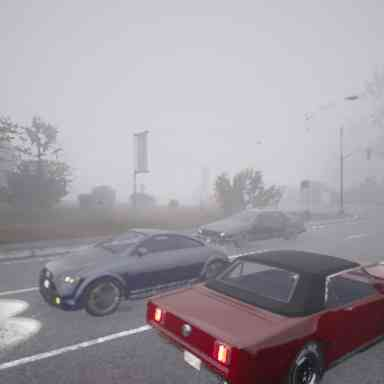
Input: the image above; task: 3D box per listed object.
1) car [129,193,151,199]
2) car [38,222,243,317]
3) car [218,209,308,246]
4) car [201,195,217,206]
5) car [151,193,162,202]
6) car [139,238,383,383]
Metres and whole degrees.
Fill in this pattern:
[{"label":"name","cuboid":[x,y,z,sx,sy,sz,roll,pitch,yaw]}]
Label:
[{"label":"car","cuboid":[-10.258,1.221,62.811,1.882,1.535,5.008,-1,0,-38]},{"label":"car","cuboid":[-1.131,1.550,7.480,4.181,1.385,1.994,0,0,-35]},{"label":"car","cuboid":[2.803,1.478,14.576,5.357,1.411,2.033,-1,0,-35]},{"label":"car","cuboid":[3.385,1.209,45.683,1.882,1.535,5.008,-1,1,-39]},{"label":"car","cuboid":[-7.799,1.055,65.342,2.097,1.767,4.553,-1,1,-38]},{"label":"car","cuboid":[1.802,1.582,5.032,4.718,1.301,1.895,0,0,-36]}]
